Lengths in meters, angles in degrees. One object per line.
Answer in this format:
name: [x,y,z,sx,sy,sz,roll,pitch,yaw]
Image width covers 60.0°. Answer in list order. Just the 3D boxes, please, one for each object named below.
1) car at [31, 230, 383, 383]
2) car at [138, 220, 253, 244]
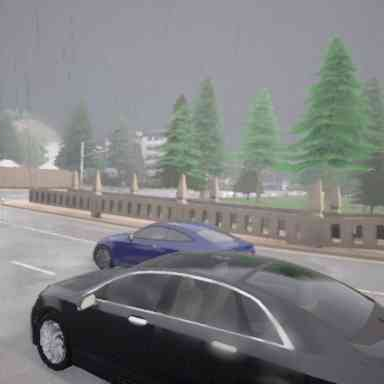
car: [0.002,1.489,3.979,4.892,1.490,1.837,1,1,35]
car: [-0.568,1.448,8.671,4.674,1.442,1.812,2,1,35]
